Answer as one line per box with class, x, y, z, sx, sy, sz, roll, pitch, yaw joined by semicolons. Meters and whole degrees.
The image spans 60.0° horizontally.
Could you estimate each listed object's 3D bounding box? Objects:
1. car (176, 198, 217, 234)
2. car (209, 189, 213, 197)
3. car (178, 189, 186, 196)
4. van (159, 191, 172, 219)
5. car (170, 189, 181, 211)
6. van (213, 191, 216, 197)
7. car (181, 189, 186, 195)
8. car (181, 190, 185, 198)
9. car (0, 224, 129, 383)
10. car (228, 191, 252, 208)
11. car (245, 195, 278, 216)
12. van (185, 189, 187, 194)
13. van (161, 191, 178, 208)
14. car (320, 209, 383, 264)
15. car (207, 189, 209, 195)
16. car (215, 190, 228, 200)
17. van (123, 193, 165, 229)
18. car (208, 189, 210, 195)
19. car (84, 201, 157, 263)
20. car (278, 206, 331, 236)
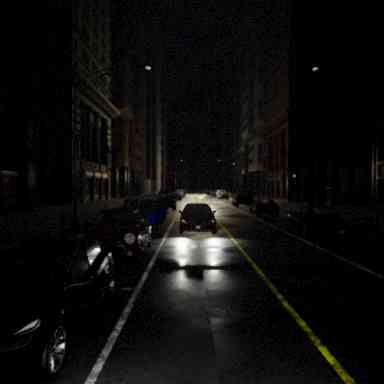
car;0.274;1.294;17.510;1.812;1.442;4.674;0;1;0
car;5.777;0.467;78.668;1.967;1.590;4.097;0;1;0
car;-2.819;0.104;95.527;2.192;1.841;5.009;0;1;0
van;-2.510;1.036;22.257;1.690;1.788;3.998;0;1;0
car;-2.558;0.864;33.529;2.192;1.841;5.009;0;1;0
van;5.824;0.505;67.395;1.690;1.788;3.998;0;1;0
car;-2.701;0.696;67.349;1.947;1.339;4.313;0;1;0
car;-2.653;0.812;56.076;1.887;1.381;4.507;0;1;0
car;-2.439;1.483;5.352;1.947;1.339;4.313;0;1;0
car;5.943;0.827;39.215;2.192;1.841;5.009;0;1;0
car;5.991;1.201;27.947;1.887;1.381;4.507;0;1;0
van;-2.748;0.335;78.619;1.690;1.788;3.998;0;1;0
van;-2.581;0.819;39.165;1.690;1.788;3.998;0;1;0
car;6.062;1.458;11.041;1.802;1.307;4.206;0;1;0
car;5.729;0.442;89.941;2.008;1.369;4.403;0;1;0
car;5.847;0.755;61.932;1.752;1.417;4.829;0;1;0
van;-2.486;1.109;16.621;1.690;1.788;3.998;0;1;0
car;5.752;0.483;84.475;1.752;1.417;4.829;0;1;0
car;-2.463;1.282;10.987;1.967;1.590;4.097;0;1;0
car;6.038;1.353;16.676;2.008;1.369;4.403;0;1;0
